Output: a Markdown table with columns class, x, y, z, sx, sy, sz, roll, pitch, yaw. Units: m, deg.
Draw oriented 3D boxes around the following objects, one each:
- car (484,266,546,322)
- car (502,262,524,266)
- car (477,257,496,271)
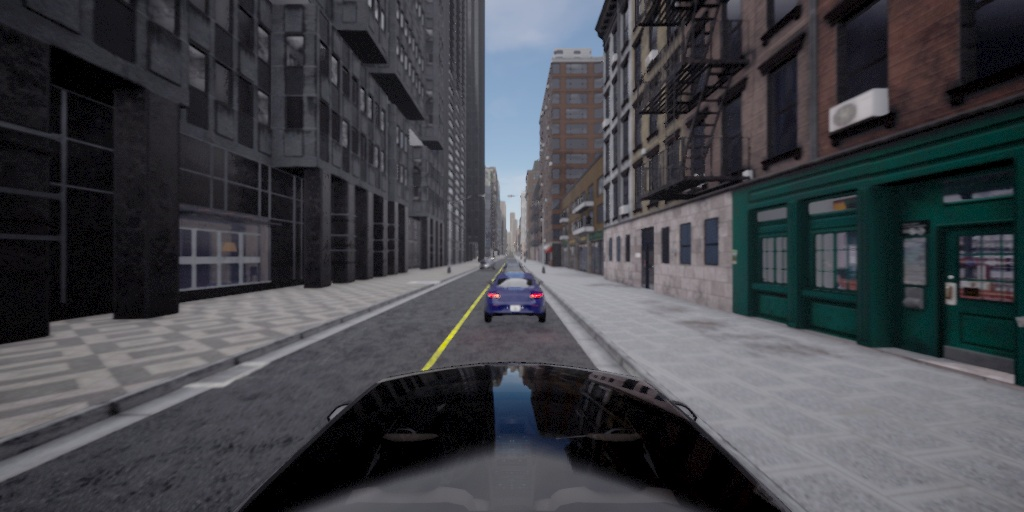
| class | x | y | z | sx | sy | sz | roll | pitch | yaw |
| --- | --- | --- | --- | --- | --- | --- | --- | --- | --- |
| car | 0.098 | 1.234 | 11.985 | 1.812 | 1.442 | 4.674 | 0 | 0 | 0 |
| car | 0.094 | 1.197 | 30.033 | 1.994 | 1.385 | 4.181 | 0 | 0 | 0 |
| car | -3.072 | 1.060 | 45.754 | 2.128 | 1.511 | 4.902 | 0 | 0 | 0 |
